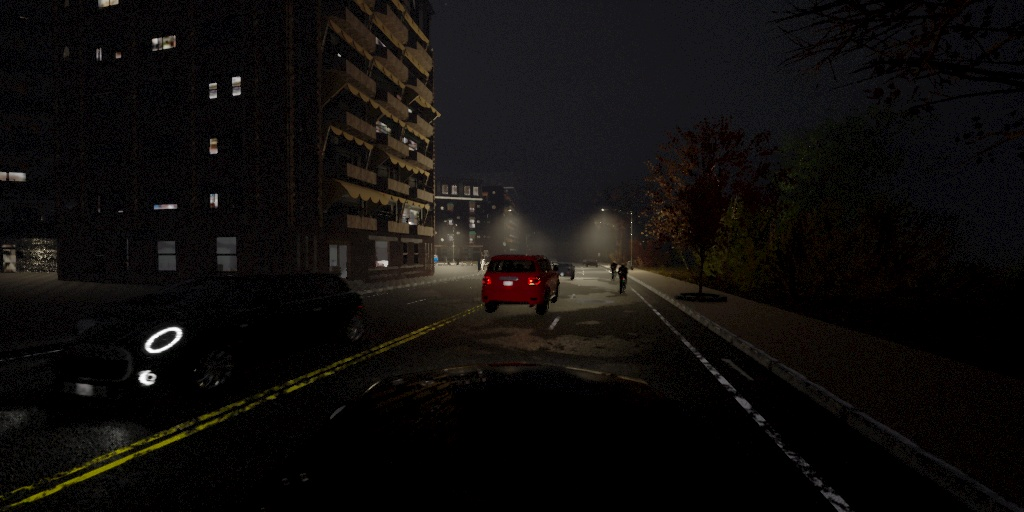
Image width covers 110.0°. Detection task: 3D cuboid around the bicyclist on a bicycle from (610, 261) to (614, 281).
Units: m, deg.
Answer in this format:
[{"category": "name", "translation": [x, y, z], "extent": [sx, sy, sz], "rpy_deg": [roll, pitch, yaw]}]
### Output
[{"category": "bicyclist on a bicycle", "translation": [7.881, 1.194, 27.756], "extent": [0.582, 1.620, 1.656], "rpy_deg": [0, 0, 13]}]

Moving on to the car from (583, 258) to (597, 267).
[{"category": "car", "translation": [14.092, 1.195, 63.710], "extent": [1.882, 1.535, 5.008], "rpy_deg": [0, 0, 10]}]

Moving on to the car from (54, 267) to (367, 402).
[{"category": "car", "translation": [-4.884, 1.102, 6.733], "extent": [2.097, 1.767, 4.553], "rpy_deg": [0, 0, 14]}]

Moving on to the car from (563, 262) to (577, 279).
[{"category": "car", "translation": [4.635, 1.267, 31.828], "extent": [1.812, 1.442, 4.674], "rpy_deg": [0, 0, 12]}]

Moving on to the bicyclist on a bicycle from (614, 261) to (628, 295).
[{"category": "bicyclist on a bicycle", "translation": [5.848, 1.197, 18.898], "extent": [0.582, 1.620, 1.656], "rpy_deg": [0, 0, 13]}]

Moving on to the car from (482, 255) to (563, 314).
[{"category": "car", "translation": [0.529, 0.968, 14.088], "extent": [2.150, 2.045, 5.566], "rpy_deg": [0, 0, 14]}]

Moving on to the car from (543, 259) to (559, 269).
[{"category": "car", "translation": [6.249, 1.224, 57.003], "extent": [2.128, 1.511, 4.902], "rpy_deg": [0, 0, 10]}]

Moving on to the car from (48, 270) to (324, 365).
[{"category": "car", "translation": [-7.587, 1.240, 9.245], "extent": [2.128, 1.511, 4.902], "rpy_deg": [0, 0, 14]}]

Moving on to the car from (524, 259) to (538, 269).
[{"category": "car", "translation": [3.050, 1.220, 57.619], "extent": [1.882, 1.535, 5.008], "rpy_deg": [0, 0, 7]}]
